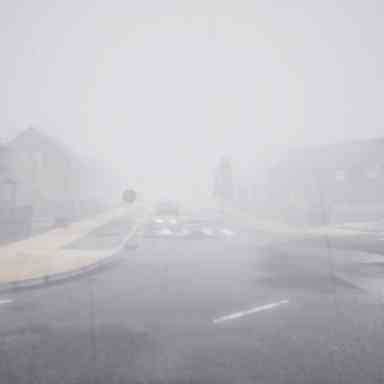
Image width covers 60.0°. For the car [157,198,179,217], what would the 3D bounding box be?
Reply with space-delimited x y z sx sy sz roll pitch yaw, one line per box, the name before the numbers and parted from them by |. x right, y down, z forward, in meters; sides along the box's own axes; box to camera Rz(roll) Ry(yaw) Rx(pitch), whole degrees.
car | -2.297 1.589 31.397 1.994 1.385 4.181 2 0 -5

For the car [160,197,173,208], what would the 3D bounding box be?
car | -3.737 1.575 49.687 1.812 1.442 4.674 2 0 -4
